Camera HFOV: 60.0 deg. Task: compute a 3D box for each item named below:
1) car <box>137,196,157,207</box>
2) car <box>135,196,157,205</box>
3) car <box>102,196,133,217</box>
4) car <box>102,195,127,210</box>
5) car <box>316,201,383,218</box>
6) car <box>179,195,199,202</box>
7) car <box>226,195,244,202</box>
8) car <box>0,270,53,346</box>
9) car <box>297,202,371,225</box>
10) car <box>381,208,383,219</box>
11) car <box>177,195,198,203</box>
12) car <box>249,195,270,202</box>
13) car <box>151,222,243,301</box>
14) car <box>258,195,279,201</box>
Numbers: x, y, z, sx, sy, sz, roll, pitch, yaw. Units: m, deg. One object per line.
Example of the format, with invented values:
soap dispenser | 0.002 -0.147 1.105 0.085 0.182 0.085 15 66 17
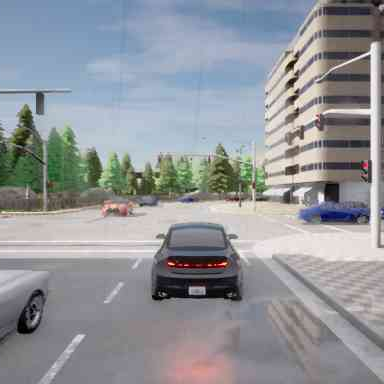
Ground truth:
car | -6.493 1.563 49.610 1.994 1.385 4.181 0 0 6
car | -8.182 1.477 59.853 1.882 1.535 5.008 0 0 18
car | -7.004 1.389 31.634 2.097 1.767 4.553 0 0 0
car | -10.275 1.352 44.456 2.097 1.767 4.553 0 0 3
car | 14.619 1.603 30.987 5.357 1.411 2.033 0 0 0
car | -0.687 1.500 74.294 1.837 1.490 4.892 0 0 38
car | 9.753 1.478 75.037 5.008 1.535 1.882 0 0 -41
car | -3.424 1.601 3.805 1.895 1.301 4.718 0 0 0
car | 10.150 1.535 23.890 5.008 1.535 1.882 0 0 3
car | 17.713 1.581 27.475 4.674 1.442 1.812 0 0 0
car | -1.078 1.477 67.462 1.882 1.535 5.008 0 0 31
car | 15.227 1.595 74.763 4.718 1.301 1.895 0 0 -33
car | 0.121 1.505 8.324 1.837 1.490 4.892 0 0 1
car | 18.554 1.500 80.548 4.892 1.490 1.837 0 0 -22
